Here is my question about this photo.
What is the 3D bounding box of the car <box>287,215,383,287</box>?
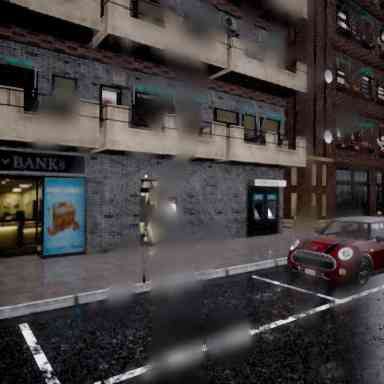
[{"bbox_3d":[4.530,1.442,9.327,4.097,1.590,1.967,0,1,-36],"label":"car"}]
